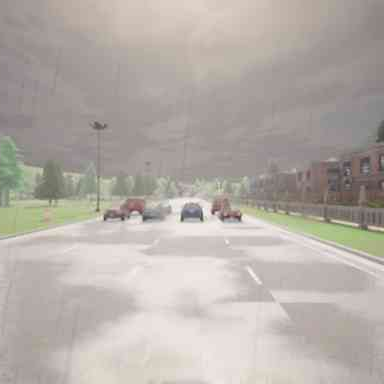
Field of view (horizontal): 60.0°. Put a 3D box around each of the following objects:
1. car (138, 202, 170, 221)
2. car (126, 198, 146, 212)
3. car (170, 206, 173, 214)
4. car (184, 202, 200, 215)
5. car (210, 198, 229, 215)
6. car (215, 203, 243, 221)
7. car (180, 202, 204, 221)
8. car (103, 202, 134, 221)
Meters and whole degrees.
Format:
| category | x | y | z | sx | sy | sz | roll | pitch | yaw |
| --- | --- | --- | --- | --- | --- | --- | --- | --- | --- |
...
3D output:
| category | x | y | z | sx | sy | sz | roll | pitch | yaw |
| --- | --- | --- | --- | --- | --- | --- | --- | --- | --- |
| car | -3.498 | 1.960 | 31.239 | 1.994 | 1.385 | 4.181 | 0 | -1 | 0 |
| car | -6.997 | 1.747 | 41.435 | 2.150 | 2.045 | 5.566 | 0 | -1 | 0 |
| car | -3.496 | 2.073 | 41.502 | 2.033 | 1.411 | 5.357 | 0 | -1 | 0 |
| car | 0.008 | 2.036 | 41.906 | 1.837 | 1.490 | 4.892 | 0 | 0 | 0 |
| car | 3.503 | 1.747 | 41.437 | 2.150 | 2.045 | 5.566 | 0 | -1 | 0 |
| car | 3.502 | 1.997 | 31.268 | 1.895 | 1.301 | 4.718 | 0 | -1 | 0 |
| car | 0.002 | 1.747 | 31.211 | 2.097 | 1.767 | 4.553 | 0 | -1 | 0 |
| car | -6.998 | 1.921 | 31.239 | 1.812 | 1.442 | 4.674 | 0 | -1 | 0 |
